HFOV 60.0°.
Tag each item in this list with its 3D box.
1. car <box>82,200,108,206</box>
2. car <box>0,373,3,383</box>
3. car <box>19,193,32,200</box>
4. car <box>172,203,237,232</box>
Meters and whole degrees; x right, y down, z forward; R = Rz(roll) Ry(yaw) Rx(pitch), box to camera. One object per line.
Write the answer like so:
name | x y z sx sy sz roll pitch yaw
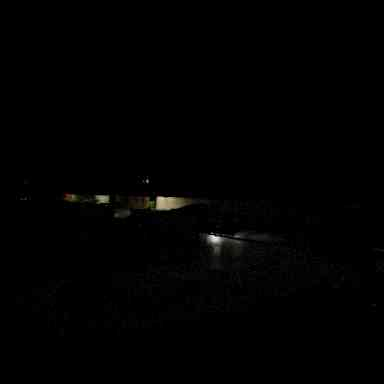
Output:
car | -10.895 1.513 36.697 1.895 1.301 4.718 0 0 -35
car | -3.130 1.516 0.707 4.892 1.490 1.837 0 0 -36
car | -42.433 1.224 85.691 2.033 1.411 5.357 0 0 -36
car | 0.627 1.487 20.567 1.882 1.535 5.008 0 0 -36
